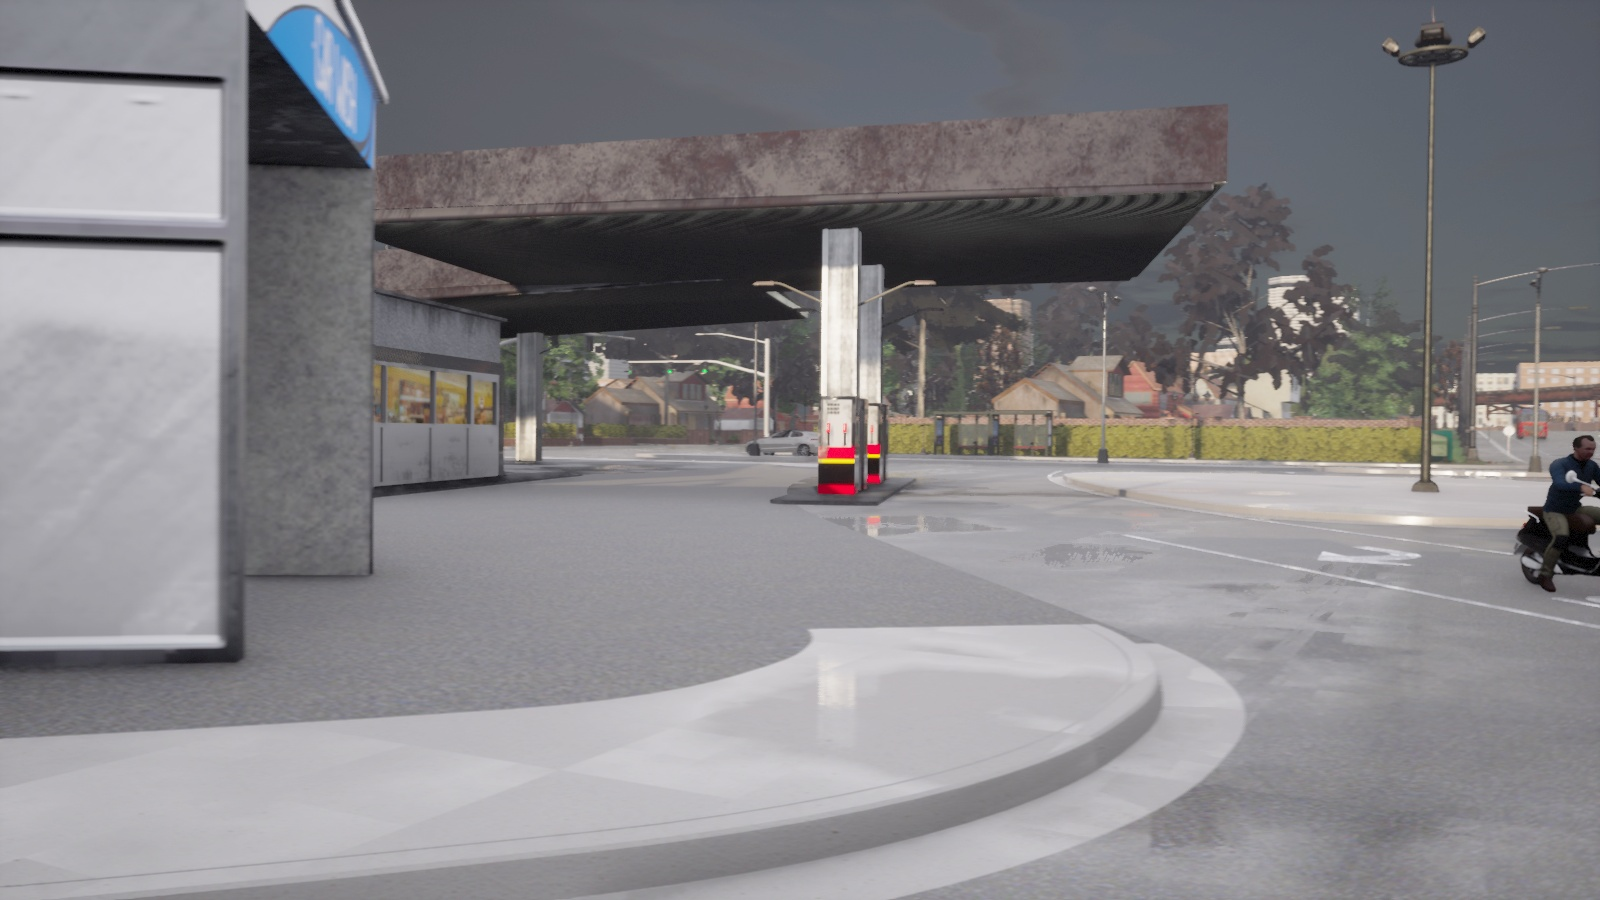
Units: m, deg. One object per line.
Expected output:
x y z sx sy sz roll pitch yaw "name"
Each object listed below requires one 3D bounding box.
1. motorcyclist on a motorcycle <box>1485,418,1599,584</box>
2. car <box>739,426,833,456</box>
7.953 0.472 12.691 0.866 1.590 1.817 -1 1 -10 "motorcyclist on a motorcycle"
-0.801 -0.511 73.061 5.027 1.651 2.152 0 1 27 "car"
